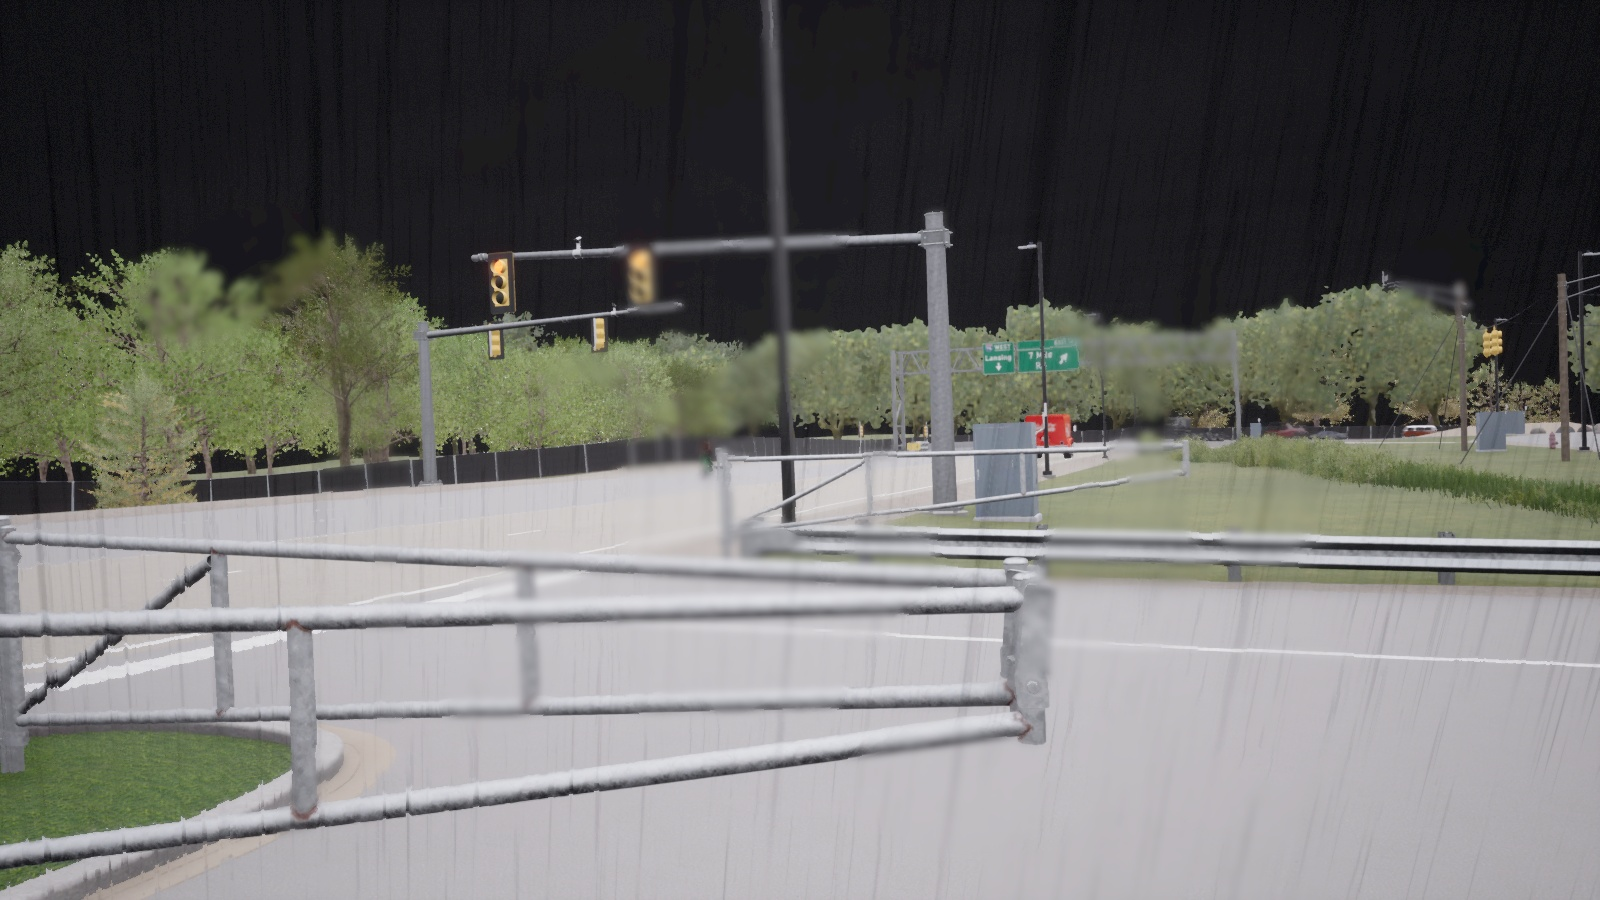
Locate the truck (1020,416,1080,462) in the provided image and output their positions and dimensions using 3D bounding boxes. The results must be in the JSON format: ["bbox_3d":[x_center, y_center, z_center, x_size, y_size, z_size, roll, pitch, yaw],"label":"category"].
[{"bbox_3d":[14.285,-0.647,71.471,2.627,2.467,5.204,-1,0,18],"label":"truck"}]
